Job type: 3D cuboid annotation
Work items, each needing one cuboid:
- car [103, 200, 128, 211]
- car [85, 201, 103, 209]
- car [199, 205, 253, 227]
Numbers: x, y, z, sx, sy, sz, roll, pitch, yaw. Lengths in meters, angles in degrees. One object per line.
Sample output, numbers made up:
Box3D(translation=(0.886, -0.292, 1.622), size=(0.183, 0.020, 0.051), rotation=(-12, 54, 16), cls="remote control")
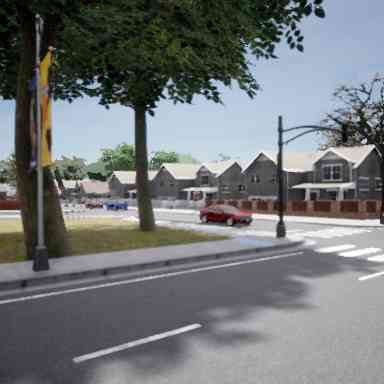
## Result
Box3D(translation=(-11.486, 2.036, 50.904), size=(1.882, 1.535, 5.008), rotation=(-1, 0, -35), cls="car")
Box3D(translation=(-17.506, 2.288, 59.430), size=(1.895, 1.301, 4.718), rotation=(-1, 0, -35), cls="car")
Box3D(translation=(2.566, 1.753, 25.867), size=(1.882, 1.535, 5.008), rotation=(-1, 0, -35), cls="car")
